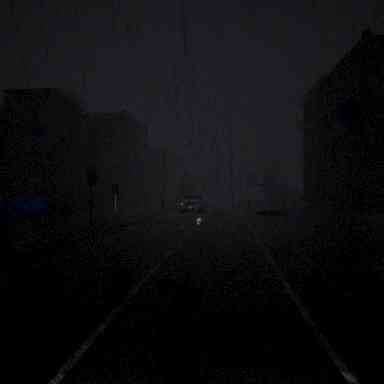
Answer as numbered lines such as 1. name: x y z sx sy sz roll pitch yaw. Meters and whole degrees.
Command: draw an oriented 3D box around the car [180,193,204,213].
1. car: 0.112 1.148 35.632 2.150 2.045 5.566 0 0 6
